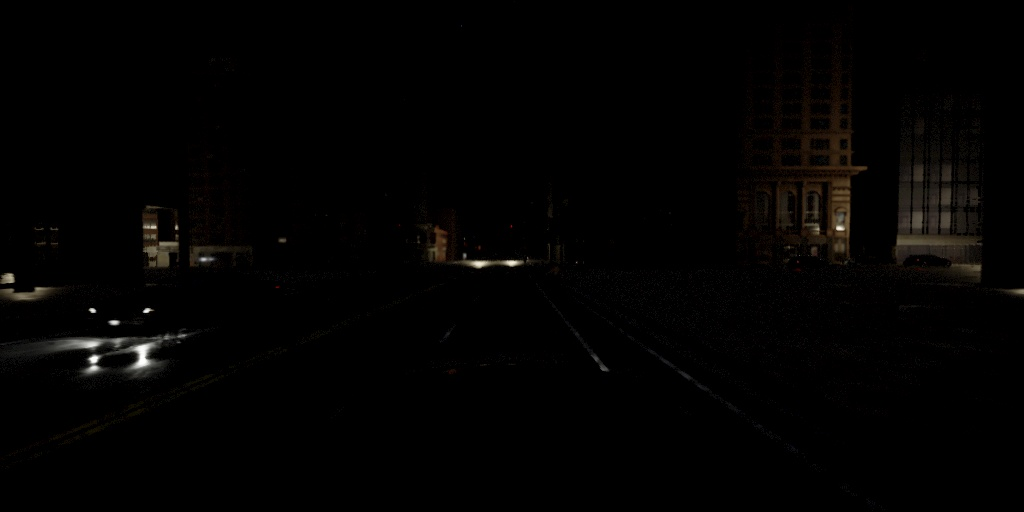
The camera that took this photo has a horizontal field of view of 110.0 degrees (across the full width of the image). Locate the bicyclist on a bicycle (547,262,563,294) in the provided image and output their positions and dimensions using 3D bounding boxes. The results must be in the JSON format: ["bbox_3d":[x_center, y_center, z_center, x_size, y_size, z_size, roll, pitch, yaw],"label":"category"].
[{"bbox_3d":[2.255,1.120,18.492,0.866,1.612,1.509,0,0,0],"label":"bicyclist on a bicycle"}]

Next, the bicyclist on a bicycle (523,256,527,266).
[{"bbox_3d":[2.263,0.931,61.641,0.659,1.776,1.843,0,0,0],"label":"bicyclist on a bicycle"}]

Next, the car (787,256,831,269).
[{"bbox_3d":[38.587,0.812,46.600,4.553,1.767,2.097,0,1,0],"label":"car"}]

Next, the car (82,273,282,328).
[{"bbox_3d":[-9.849,1.257,11.536,2.033,1.411,5.357,0,0,0],"label":"car"}]
